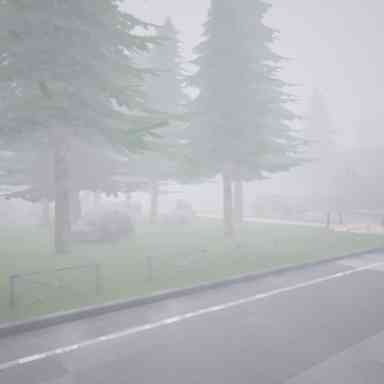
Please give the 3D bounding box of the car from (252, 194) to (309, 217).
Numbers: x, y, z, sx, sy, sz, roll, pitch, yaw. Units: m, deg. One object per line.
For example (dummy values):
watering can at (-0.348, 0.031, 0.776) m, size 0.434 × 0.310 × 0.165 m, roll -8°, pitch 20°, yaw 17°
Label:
car at (8.110, 1.178, 31.177) m, size 2.150 × 2.045 × 5.566 m, roll -1°, pitch 0°, yaw -35°

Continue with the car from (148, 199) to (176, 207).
car at (-4.593, 1.505, 50.616) m, size 1.994 × 1.385 × 4.181 m, roll -1°, pitch 0°, yaw -29°

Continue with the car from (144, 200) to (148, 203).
car at (-7.891, 1.108, 65.820) m, size 2.150 × 2.045 × 5.566 m, roll 0°, pitch 0°, yaw -21°
